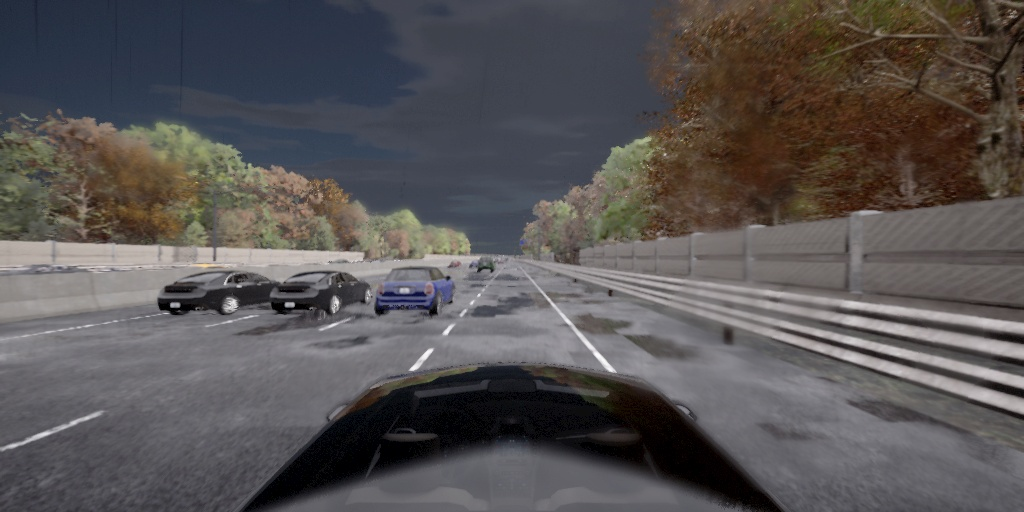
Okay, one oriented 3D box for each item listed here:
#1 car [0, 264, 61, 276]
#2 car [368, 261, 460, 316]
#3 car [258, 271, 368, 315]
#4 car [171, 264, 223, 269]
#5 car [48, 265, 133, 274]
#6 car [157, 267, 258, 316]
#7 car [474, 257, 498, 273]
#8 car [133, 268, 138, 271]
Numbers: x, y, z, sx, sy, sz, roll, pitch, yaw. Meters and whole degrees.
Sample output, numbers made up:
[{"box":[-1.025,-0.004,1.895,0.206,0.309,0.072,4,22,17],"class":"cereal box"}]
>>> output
[{"box":[-31.537,1.304,23.932,2.128,1.511,4.902,0,0,0],"class":"car"},{"box":[-3.502,1.155,13.814,2.097,1.767,4.553,0,0,0],"class":"car"},{"box":[-7.000,1.304,13.723,1.837,1.490,4.892,0,0,0],"class":"car"},{"box":[-21.058,1.305,24.172,1.882,1.535,5.008,0,-1,0],"class":"car"},{"box":[-28.049,1.422,24.920,1.895,1.301,4.718,0,0,1],"class":"car"},{"box":[-10.501,1.299,13.602,1.837,1.490,4.892,0,0,0],"class":"car"},{"box":[-3.508,1.197,49.391,2.150,2.045,5.566,0,0,0],"class":"car"},{"box":[-24.539,1.435,26.644,1.895,1.301,4.718,0,0,0],"class":"car"}]
